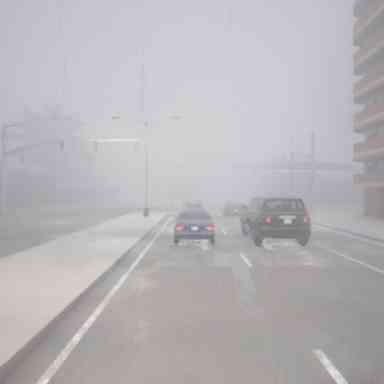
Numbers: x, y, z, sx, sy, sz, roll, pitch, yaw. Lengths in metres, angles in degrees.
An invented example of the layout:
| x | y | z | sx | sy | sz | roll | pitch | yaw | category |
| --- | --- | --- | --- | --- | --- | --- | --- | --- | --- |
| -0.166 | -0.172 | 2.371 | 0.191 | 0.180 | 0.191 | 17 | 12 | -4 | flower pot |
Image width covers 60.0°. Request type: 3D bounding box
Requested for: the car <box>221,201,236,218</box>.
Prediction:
| x | y | z | sx | sy | sz | roll | pitch | yaw | category |
| --- | --- | --- | --- | --- | --- | --- | --- | --- | --- |
| 3.633 | 1.477 | 28.840 | 1.994 | 1.385 | 4.181 | 0 | 0 | 1 | car |

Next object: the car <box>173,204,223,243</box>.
| x | y | z | sx | sy | sz | roll | pitch | yaw | category |
| --- | --- | --- | --- | --- | --- | --- | --- | --- | --- |
| 0.108 | 1.499 | 15.762 | 2.033 | 1.411 | 5.357 | 0 | 0 | 0 | car |

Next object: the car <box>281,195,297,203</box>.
| x | y | z | sx | sy | sz | roll | pitch | yaw | category |
| --- | --- | --- | --- | --- | --- | --- | --- | --- | --- |
| 18.973 | 1.261 | 65.236 | 1.970 | 1.475 | 3.806 | 0 | 0 | 0 | car |

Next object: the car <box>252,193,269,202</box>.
| x | y | z | sx | sy | sz | roll | pitch | yaw | category |
| --- | --- | --- | --- | --- | --- | --- | --- | --- | --- |
| 13.228 | 1.103 | 64.474 | 2.242 | 1.667 | 4.611 | 0 | 0 | 0 | car |

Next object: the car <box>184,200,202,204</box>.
| x | y | z | sx | sy | sz | roll | pitch | yaw | category |
| --- | --- | --- | --- | --- | --- | --- | --- | --- | --- |
| 0.089 | 1.407 | 28.036 | 2.128 | 1.511 | 4.902 | 0 | 0 | 0 | car |

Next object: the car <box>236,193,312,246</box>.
| x | y | z | sx | sy | sz | roll | pitch | yaw | category |
| --- | --- | --- | --- | --- | --- | --- | --- | --- | --- |
| 3.604 | 1.178 | 15.181 | 2.150 | 2.045 | 5.566 | 0 | 0 | 0 | car |
